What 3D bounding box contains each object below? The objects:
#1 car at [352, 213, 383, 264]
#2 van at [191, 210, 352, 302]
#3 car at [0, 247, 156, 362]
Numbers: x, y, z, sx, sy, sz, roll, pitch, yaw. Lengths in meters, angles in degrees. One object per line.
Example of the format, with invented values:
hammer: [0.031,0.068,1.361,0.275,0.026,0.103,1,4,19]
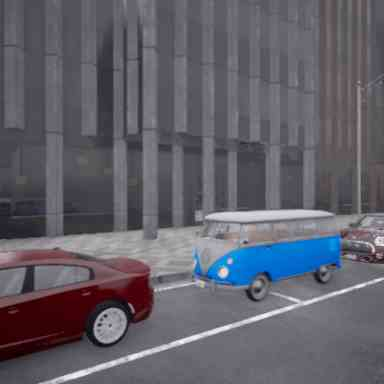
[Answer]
car: [6.474,1.444,11.265,4.097,1.590,1.967,0,0,-35]
van: [1.884,1.343,7.993,3.998,1.788,1.690,0,0,-35]
car: [-2.706,1.545,4.721,4.507,1.381,1.887,0,0,-35]
